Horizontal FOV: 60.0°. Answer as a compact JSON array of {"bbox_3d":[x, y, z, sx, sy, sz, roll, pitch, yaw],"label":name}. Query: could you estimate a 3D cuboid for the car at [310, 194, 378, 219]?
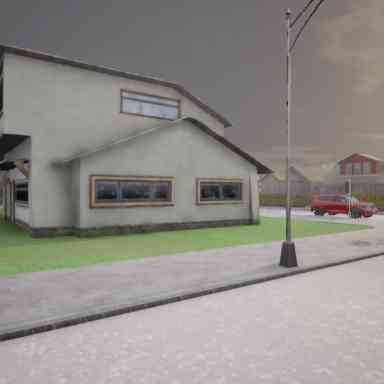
[{"bbox_3d":[13.228,1.221,29.371,2.150,2.045,5.566,0,0,-35],"label":"car"}]
